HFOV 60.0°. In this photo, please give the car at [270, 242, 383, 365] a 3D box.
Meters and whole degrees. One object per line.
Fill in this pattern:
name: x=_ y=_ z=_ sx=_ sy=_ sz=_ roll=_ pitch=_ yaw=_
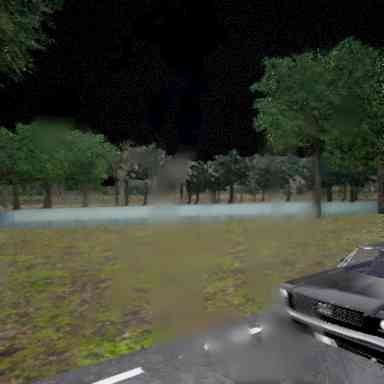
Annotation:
car: x=3.512 y=1.578 z=5.551 sx=4.718 sy=1.301 sz=1.895 roll=0 pitch=0 yaw=-35
